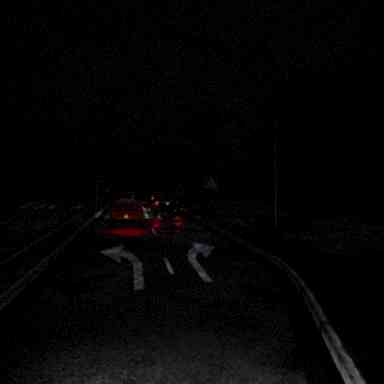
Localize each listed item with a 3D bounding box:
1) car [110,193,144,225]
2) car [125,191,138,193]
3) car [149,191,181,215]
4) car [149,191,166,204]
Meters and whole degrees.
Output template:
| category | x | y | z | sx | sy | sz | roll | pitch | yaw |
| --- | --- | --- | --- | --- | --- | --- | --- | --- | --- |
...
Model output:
| category | x | y | z | sx | sy | sz | roll | pitch | yaw |
| --- | --- | --- | --- | --- | --- | --- | --- | --- | --- |
| car | -4.010 | 1.101 | 20.565 | 1.882 | 1.535 | 5.008 | 0 | 2 | -10 |
| car | -6.810 | 0.645 | 37.685 | 1.837 | 1.490 | 4.892 | 0 | 1 | -7 |
| car | -2.185 | 0.829 | 26.912 | 2.097 | 1.767 | 4.553 | 0 | 2 | -10 |
| car | -4.200 | 0.606 | 40.410 | 1.882 | 1.535 | 5.008 | 0 | 0 | -7 |
